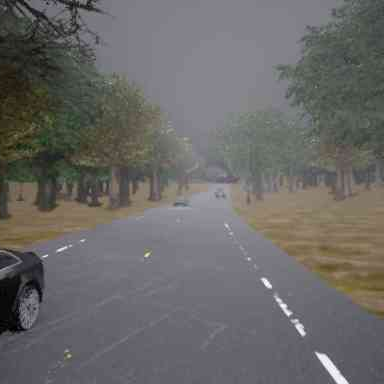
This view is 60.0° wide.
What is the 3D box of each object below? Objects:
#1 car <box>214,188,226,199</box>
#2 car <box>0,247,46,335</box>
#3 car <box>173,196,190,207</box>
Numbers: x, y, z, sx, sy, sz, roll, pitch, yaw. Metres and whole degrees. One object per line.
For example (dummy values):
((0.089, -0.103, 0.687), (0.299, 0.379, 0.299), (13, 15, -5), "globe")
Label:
((6.265, 0.612, 71.897), (2.097, 1.767, 4.553), (0, 1, 6), "car")
((-3.547, 1.487, 4.002), (2.128, 1.511, 4.902), (0, 0, 1), "car")
((-1.386, 1.316, 45.706), (2.033, 1.411, 5.357), (0, 1, 5), "car")
